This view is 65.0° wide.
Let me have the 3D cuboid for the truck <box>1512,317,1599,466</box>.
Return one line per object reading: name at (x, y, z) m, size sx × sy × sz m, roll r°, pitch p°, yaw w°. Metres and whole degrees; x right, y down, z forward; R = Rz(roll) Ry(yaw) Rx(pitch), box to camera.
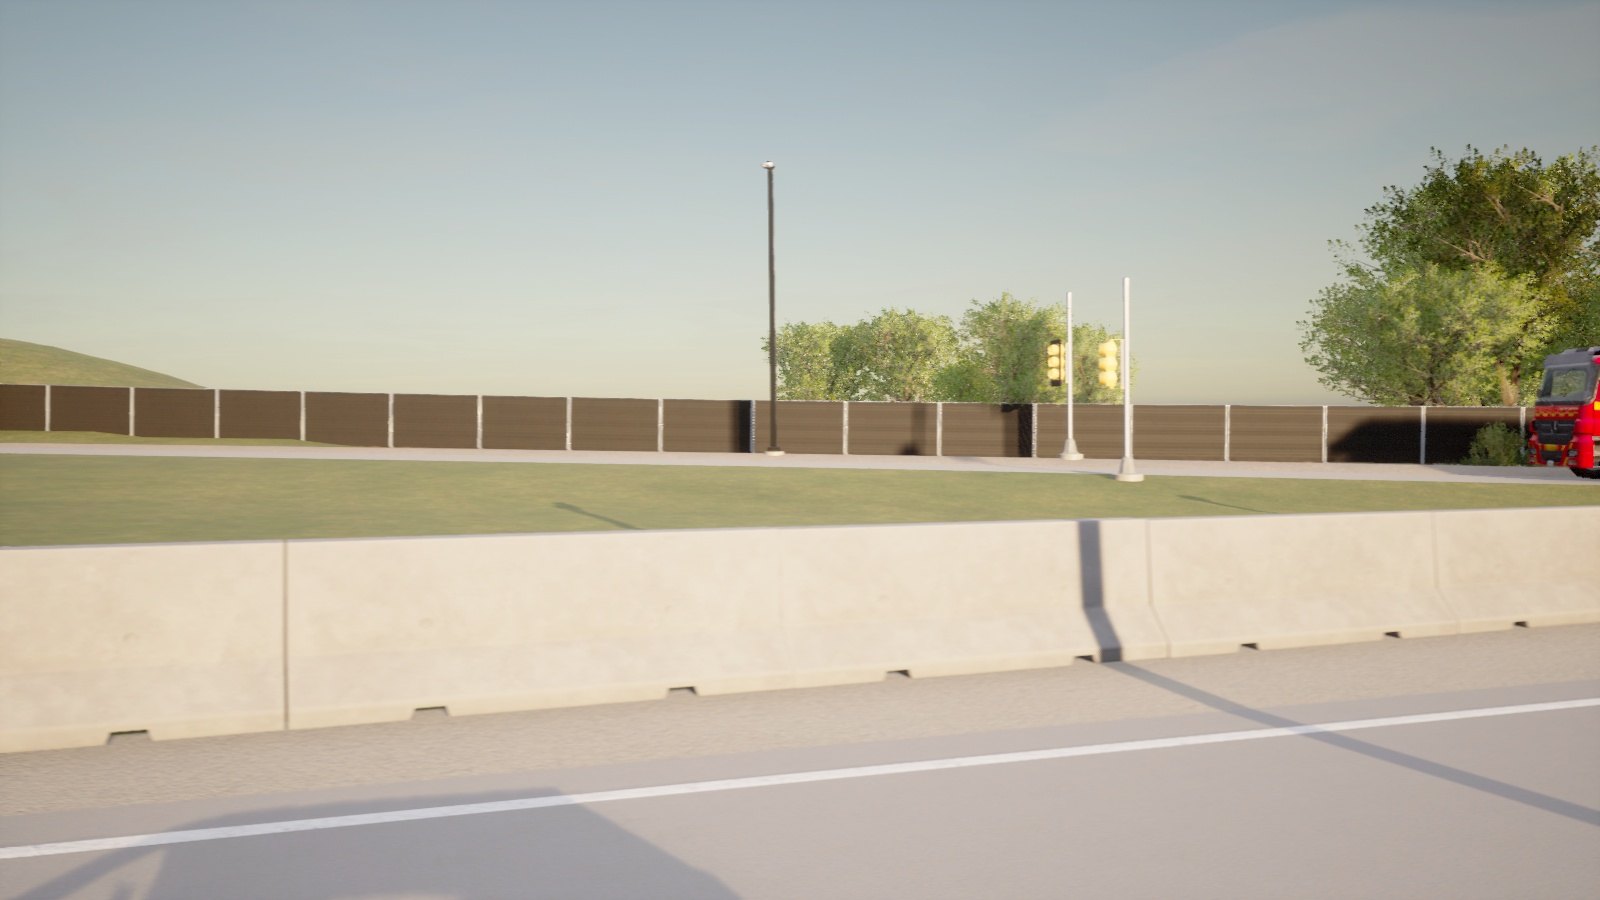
truck at (24.058, -1.541, 33.373) m, size 8.468 × 3.827 × 2.891 m, roll 0°, pitch 2°, yaw 5°
